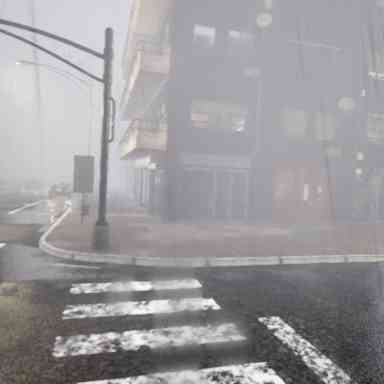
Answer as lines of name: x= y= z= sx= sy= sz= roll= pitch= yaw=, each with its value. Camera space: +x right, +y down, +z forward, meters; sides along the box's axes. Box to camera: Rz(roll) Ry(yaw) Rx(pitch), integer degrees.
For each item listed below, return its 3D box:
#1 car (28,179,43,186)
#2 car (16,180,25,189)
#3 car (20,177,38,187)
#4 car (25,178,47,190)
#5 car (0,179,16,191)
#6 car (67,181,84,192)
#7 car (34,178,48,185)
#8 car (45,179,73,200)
car: x=-29.362 y=-1.840 z=62.518 sx=1.802 sy=1.307 sz=4.206 roll=1 pitch=2 yaw=-15
car: x=-24.897 y=-1.139 z=45.941 sx=1.752 sy=1.417 sz=4.829 roll=1 pitch=2 yaw=-15
car: x=-27.885 y=-1.731 z=57.043 sx=1.967 sy=1.590 sz=4.097 roll=1 pitch=2 yaw=-15
car: x=-22.641 y=-1.110 z=47.804 sx=1.837 sy=1.490 sz=4.892 roll=2 pitch=2 yaw=-15
car: x=-23.470 y=-0.856 z=40.636 sx=1.947 sy=1.339 sz=4.313 roll=1 pitch=2 yaw=-15
car: x=-16.883 y=-0.801 z=48.252 sx=1.947 sy=1.339 sz=4.313 roll=1 pitch=2 yaw=-15
car: x=-30.847 y=-2.127 z=67.984 sx=1.887 sy=1.381 sz=4.507 roll=1 pitch=2 yaw=-15
car: x=-12.460 y=-0.177 z=31.836 sx=1.967 sy=1.590 sz=4.097 roll=1 pitch=2 yaw=-15
